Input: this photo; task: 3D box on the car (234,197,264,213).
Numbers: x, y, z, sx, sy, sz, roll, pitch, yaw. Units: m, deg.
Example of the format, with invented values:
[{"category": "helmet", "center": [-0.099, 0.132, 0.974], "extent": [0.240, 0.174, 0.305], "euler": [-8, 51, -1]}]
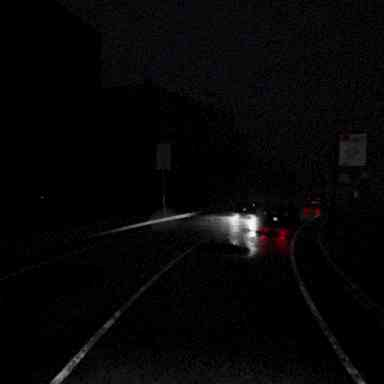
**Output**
[{"category": "car", "center": [5.325, 1.084, 29.188], "extent": [1.895, 1.301, 4.718], "euler": [3, 2, 28]}]

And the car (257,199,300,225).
[{"category": "car", "center": [6.047, 1.330, 22.312], "extent": [1.895, 1.301, 4.718], "euler": [3, 2, 25]}]

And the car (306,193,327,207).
[{"category": "car", "center": [14.471, 0.894, 38.563], "extent": [2.128, 1.511, 4.902], "euler": [3, 3, 28]}]
